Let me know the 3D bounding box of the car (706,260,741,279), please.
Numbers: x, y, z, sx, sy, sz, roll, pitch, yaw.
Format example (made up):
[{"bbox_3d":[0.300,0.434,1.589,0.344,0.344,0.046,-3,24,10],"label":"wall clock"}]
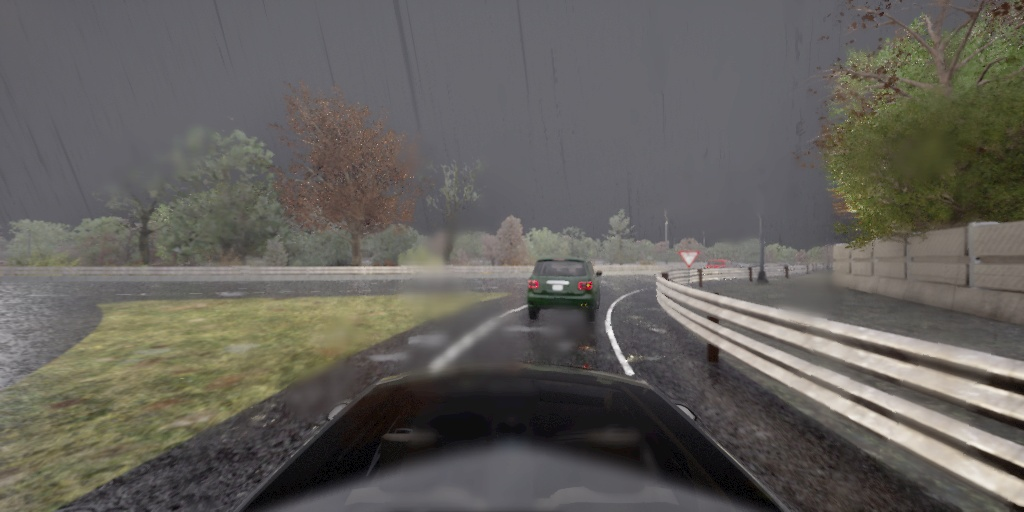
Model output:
[{"bbox_3d":[24.302,1.482,41.215,5.566,2.045,2.150,1,-1,-39],"label":"car"}]

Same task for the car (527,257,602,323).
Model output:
[{"bbox_3d":[2.050,1.098,13.152,2.150,2.045,5.566,0,-1,15],"label":"car"}]
